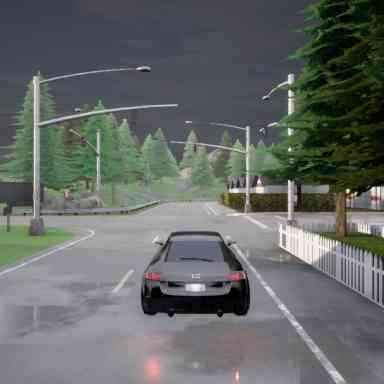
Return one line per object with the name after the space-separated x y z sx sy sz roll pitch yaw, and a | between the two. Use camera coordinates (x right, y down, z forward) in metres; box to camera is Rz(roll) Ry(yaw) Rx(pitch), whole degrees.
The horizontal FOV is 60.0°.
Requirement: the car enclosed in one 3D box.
0.075 1.564 7.553 1.994 1.385 4.181 0 0 1 | car
